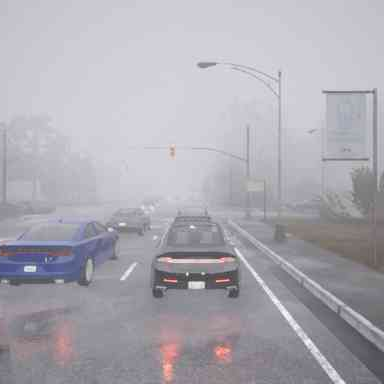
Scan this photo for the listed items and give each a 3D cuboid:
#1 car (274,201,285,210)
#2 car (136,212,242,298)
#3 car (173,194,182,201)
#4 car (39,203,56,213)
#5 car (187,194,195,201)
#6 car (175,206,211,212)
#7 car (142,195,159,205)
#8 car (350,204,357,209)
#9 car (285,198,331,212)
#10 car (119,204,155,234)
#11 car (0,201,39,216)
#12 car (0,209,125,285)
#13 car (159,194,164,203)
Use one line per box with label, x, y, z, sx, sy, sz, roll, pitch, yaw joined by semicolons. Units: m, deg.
car;12.852;1.491;41.701;4.902;1.511;2.128;0;0;3
car;0.073;1.492;8.508;2.128;1.511;4.902;0;0;0
car;-3.800;1.471;85.318;1.882;1.535;5.008;0;0;0
car;-17.296;1.601;36.079;4.718;1.301;1.895;0;0;3
car;-0.302;1.518;85.713;2.128;1.511;4.902;0;0;0
car;0.038;1.478;18.004;1.882;1.535;5.008;0;0;0
car;-7.278;1.505;56.623;1.837;1.490;4.892;0;0;0
car;22.589;1.542;41.174;5.357;1.411;2.033;0;0;3
car;13.570;1.526;38.143;4.674;1.442;1.812;0;0;3
car;-3.463;1.564;18.504;1.994;1.385;4.181;0;0;0
car;-17.602;1.564;32.200;4.181;1.385;1.994;0;0;9
car;-3.432;1.478;9.513;1.882;1.535;5.008;0;0;0
car;-7.261;1.505;65.991;1.837;1.490;4.892;0;0;0
